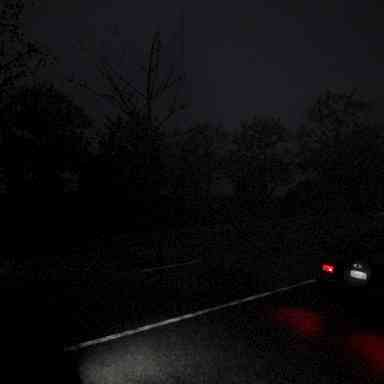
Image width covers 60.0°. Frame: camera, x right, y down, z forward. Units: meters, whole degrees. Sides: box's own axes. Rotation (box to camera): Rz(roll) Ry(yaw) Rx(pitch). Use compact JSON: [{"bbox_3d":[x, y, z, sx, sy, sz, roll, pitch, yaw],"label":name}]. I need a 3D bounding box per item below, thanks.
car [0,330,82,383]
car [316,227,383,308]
[{"bbox_3d":[-3.019,1.501,1.591,4.892,1.490,1.837,0,0,-36],"label":"car"},{"bbox_3d":[4.943,1.452,7.274,5.357,1.411,2.033,-1,1,-36],"label":"car"}]
